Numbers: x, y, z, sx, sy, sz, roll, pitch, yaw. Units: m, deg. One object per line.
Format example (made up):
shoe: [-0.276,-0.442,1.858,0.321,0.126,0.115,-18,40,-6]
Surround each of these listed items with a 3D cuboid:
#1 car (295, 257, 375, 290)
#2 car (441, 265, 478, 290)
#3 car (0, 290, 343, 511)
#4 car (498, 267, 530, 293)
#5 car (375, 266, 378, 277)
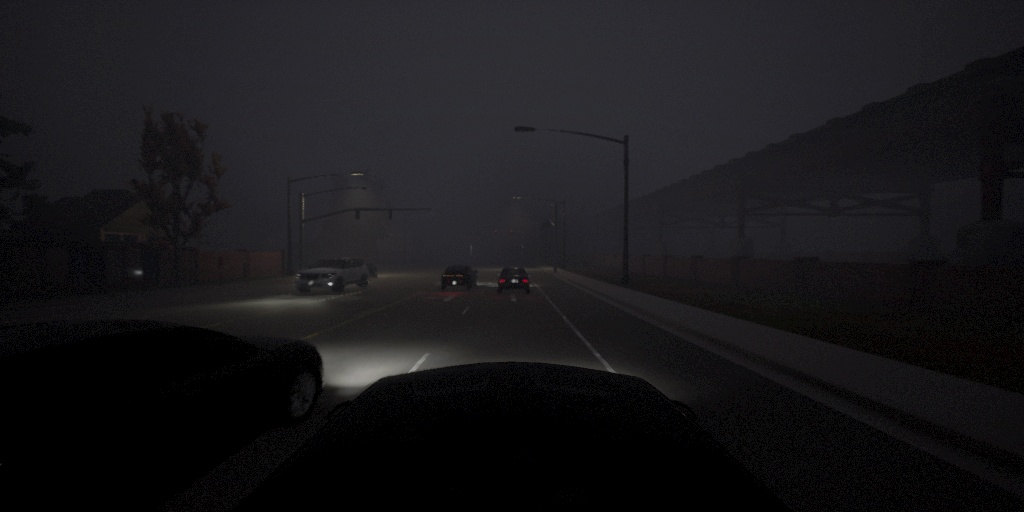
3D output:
car: [-10.587,1.065,21.655,2.150,2.045,5.566,0,0,0]
car: [-3.400,1.344,23.562,1.837,1.490,4.892,0,0,0]
car: [-3.400,1.263,2.819,1.837,1.490,4.892,0,-1,0]
car: [0.097,1.389,21.692,2.033,1.411,5.357,0,0,0]
car: [-14.007,1.344,33.155,1.837,1.490,4.892,0,0,0]
